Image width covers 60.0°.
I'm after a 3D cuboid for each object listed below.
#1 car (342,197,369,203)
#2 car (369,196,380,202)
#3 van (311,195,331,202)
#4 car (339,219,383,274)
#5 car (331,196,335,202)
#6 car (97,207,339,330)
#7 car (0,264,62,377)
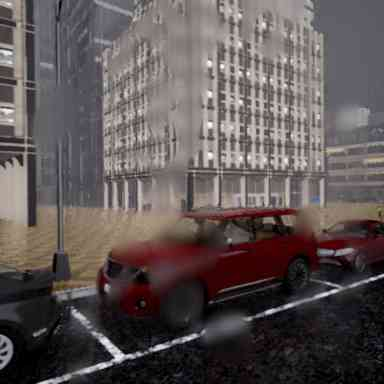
[{"bbox_3d":[35.026,1.761,72.149,1.887,1.381,4.507,-2,0,-36],"label":"car"},{"bbox_3d":[41.501,1.704,77.767,1.802,1.307,4.206,-2,0,-36],"label":"car"},{"bbox_3d":[30.070,1.681,79.009,1.690,1.788,3.998,-2,0,-36],"label":"van"},{"bbox_3d":[5.121,1.527,10.280,4.206,1.307,1.802,0,0,-36],"label":"car"},{"bbox_3d":[34.861,1.726,86.711,1.967,1.590,4.097,-2,0,-36],"label":"car"},{"bbox_3d":[0.635,1.290,7.049,5.009,1.841,2.192,0,0,-36],"label":"car"},{"bbox_3d":[-3.847,1.556,3.816,4.403,1.369,2.008,0,0,-36],"label":"car"}]
